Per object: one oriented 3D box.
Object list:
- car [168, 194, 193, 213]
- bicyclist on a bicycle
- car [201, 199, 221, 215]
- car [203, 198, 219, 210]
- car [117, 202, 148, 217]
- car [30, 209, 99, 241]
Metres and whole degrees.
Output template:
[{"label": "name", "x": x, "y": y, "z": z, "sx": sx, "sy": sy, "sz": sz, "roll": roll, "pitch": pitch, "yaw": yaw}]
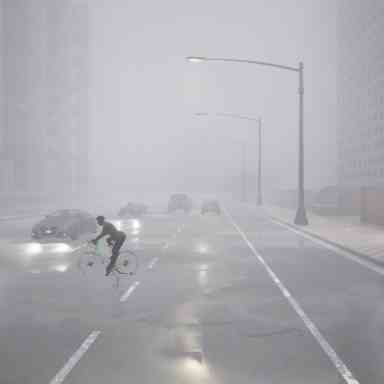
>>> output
[{"label": "car", "x": -1.388, "y": 1.221, "z": 37.692, "sx": 2.150, "sy": 2.045, "sz": 5.566, "roll": 0, "pitch": 0, "yaw": 3}, {"label": "bicyclist on a bicycle", "x": -2.265, "y": 1.455, "z": 8.908, "sx": 1.656, "sy": 1.620, "sz": 0.582, "roll": -2, "pitch": 0, "yaw": 3}, {"label": "car", "x": 1.959, "y": 1.491, "z": 34.379, "sx": 2.128, "sy": 1.511, "sz": 4.902, "roll": 0, "pitch": 0, "yaw": 3}, {"label": "car", "x": 2.541, "y": 1.564, "z": 44.721, "sx": 1.994, "sy": 1.385, "sz": 4.181, "roll": 0, "pitch": 0, "yaw": 3}, {"label": "car", "x": -5.417, "y": 1.601, "z": 30.800, "sx": 1.895, "sy": 1.301, "sz": 4.718, "roll": 0, "pitch": 0, "yaw": 4}, {"label": "car", "x": -6.225, "y": 1.563, "z": 16.683, "sx": 1.994, "sy": 1.385, "sz": 4.181, "roll": 0, "pitch": 0, "yaw": 3}]
